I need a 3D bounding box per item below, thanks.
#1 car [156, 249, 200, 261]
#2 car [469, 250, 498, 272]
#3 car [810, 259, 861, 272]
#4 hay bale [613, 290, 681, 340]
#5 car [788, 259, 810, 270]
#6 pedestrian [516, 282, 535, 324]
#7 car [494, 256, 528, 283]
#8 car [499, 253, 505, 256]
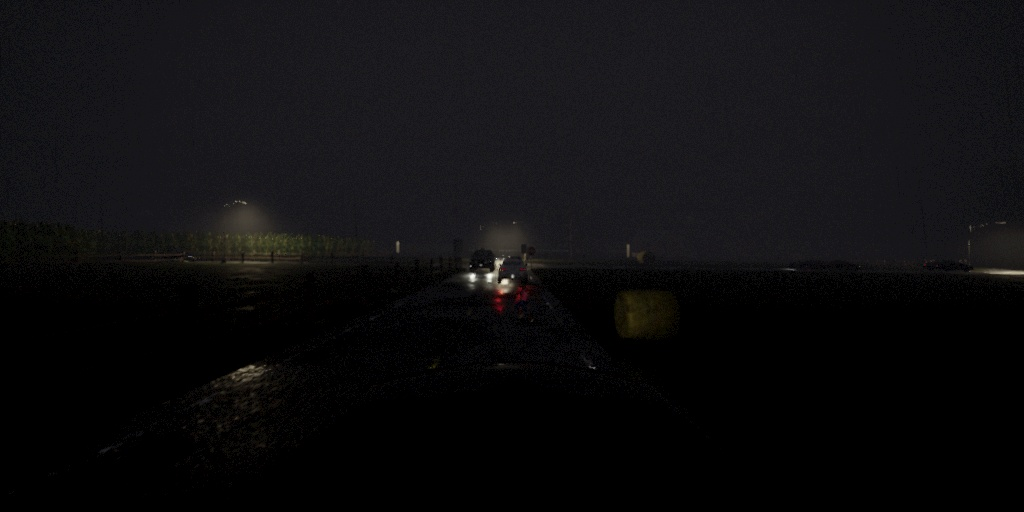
[{"bbox_3d":[-43.345,-0.088,46.493,4.892,1.490,1.837,1,2,2],"label":"car"},{"bbox_3d":[-2.749,0.417,34.382,2.150,2.045,5.566,0,1,0],"label":"car"},{"bbox_3d":[40.930,1.172,45.059,4.674,1.442,1.812,1,2,1],"label":"car"},{"bbox_3d":[3.127,1.289,8.472,1.220,1.180,1.240,0,0,0],"label":"hay bale"},{"bbox_3d":[39.428,1.098,47.910,4.181,1.385,1.994,1,2,1],"label":"car"},{"bbox_3d":[0.362,0.905,9.707,0.375,1.860,0.375,-1,2,3],"label":"pedestrian"},{"bbox_3d":[0.062,0.908,23.120,1.812,1.442,4.674,0,1,1],"label":"car"},{"bbox_3d":[0.192,0.737,34.445,2.033,1.411,5.357,0,1,4],"label":"car"}]
